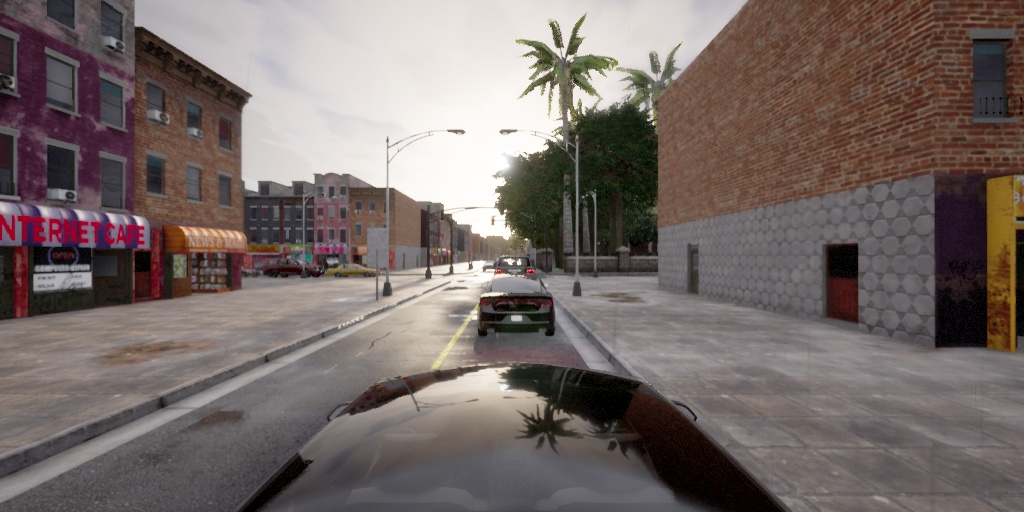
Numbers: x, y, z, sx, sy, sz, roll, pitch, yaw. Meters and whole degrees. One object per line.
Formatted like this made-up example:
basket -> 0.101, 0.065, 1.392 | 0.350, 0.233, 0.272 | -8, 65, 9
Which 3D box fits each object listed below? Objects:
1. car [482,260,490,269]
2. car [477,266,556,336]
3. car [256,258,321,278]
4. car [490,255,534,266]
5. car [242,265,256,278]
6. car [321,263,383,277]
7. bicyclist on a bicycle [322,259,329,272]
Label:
car -> -2.842, 1.295, 47.819 | 1.812, 1.442, 4.674 | 0, 0, 0
car -> 0.102, 1.226, 10.405 | 1.882, 1.535, 5.008 | 0, 0, 0
car -> -20.051, 1.113, 32.952 | 5.009, 1.841, 2.192 | 0, 0, 0
car -> 0.109, 0.972, 20.374 | 2.150, 2.045, 5.566 | 0, 0, -1
car -> -25.503, 1.395, 32.947 | 4.207, 1.307, 1.802 | 0, 0, 0
car -> -14.429, 1.310, 32.956 | 4.829, 1.417, 1.751 | 0, 0, 0
bicyclist on a bicycle -> -20.131, 1.108, 38.597 | 0.582, 1.620, 1.656 | 0, 0, 0
